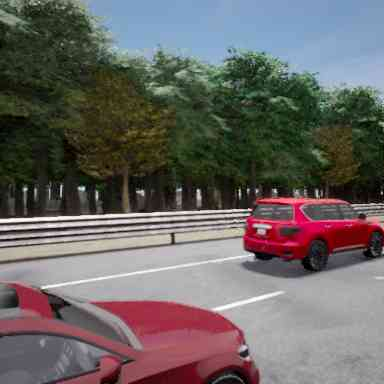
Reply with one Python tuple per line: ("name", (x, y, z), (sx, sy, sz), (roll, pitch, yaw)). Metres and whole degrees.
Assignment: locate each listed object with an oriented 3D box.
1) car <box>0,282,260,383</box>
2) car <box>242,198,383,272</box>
("car", (-1.528, 1.526, 2.656), (4.674, 1.442, 1.812), (0, 0, -36))
("car", (4.157, 1.221, 11.013), (5.566, 2.045, 2.150), (0, 0, -36))
